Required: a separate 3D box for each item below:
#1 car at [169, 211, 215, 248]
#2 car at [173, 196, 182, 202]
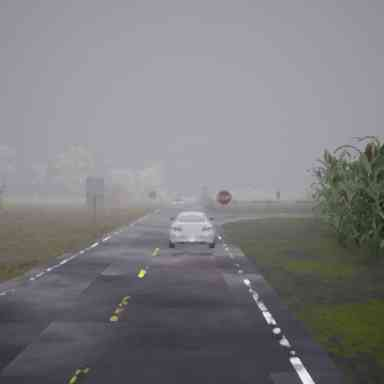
[{"bbox_3d":[0.000,1.543,14.647,1.812,1.442,4.674,0,0,0],"label":"car"},{"bbox_3d":[-3.260,1.658,77.965,1.994,1.385,4.181,0,0,-1],"label":"car"}]
